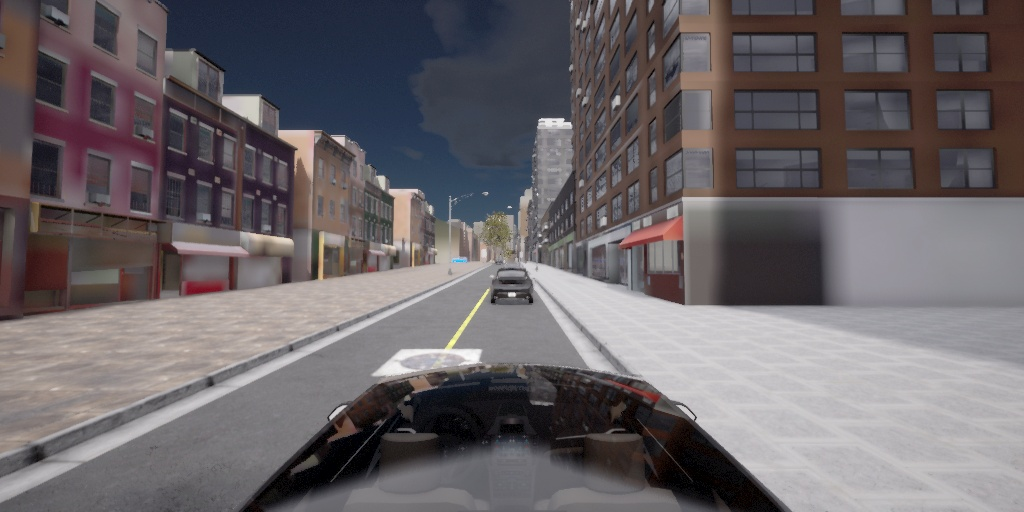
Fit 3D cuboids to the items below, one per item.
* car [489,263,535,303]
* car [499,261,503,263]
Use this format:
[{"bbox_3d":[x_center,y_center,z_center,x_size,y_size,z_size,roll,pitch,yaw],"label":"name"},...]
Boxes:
[{"bbox_3d":[0.000,1.271,16.512,1.837,1.490,4.892,0,0,0],"label":"car"},{"bbox_3d":[0.000,1.340,31.553,1.895,1.301,4.718,0,0,0],"label":"car"}]
